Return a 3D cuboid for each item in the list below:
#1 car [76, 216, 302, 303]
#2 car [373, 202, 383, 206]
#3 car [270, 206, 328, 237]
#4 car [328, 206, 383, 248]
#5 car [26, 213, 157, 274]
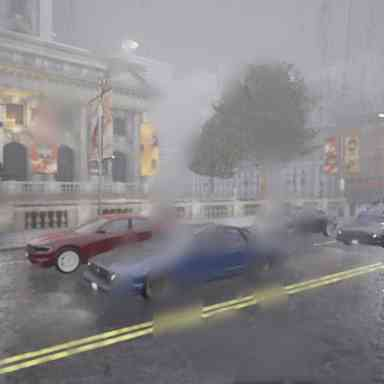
[{"bbox_3d":[0.162,1.533,8.387,5.357,1.411,2.033,0,0,-36],"label":"car"},{"bbox_3d":[12.645,1.412,21.505,5.008,1.535,1.882,0,0,-35],"label":"car"},{"bbox_3d":[5.098,1.453,16.174,4.902,1.511,2.128,0,0,-35],"label":"car"},{"bbox_3d":[8.376,1.504,14.213,5.357,1.411,2.033,0,0,-35],"label":"car"},{"bbox_3d":[-2.572,1.466,10.744,5.008,1.535,1.882,0,0,-35],"label":"car"}]
